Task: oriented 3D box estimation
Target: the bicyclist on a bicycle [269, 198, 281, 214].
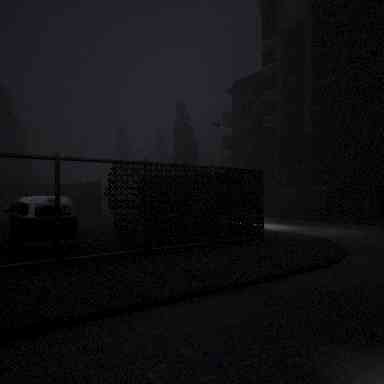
[{"bbox_3d":[7.951,1.349,31.774,1.656,1.620,0.582,0,0,-36],"label":"bicyclist on a bicycle"}]
